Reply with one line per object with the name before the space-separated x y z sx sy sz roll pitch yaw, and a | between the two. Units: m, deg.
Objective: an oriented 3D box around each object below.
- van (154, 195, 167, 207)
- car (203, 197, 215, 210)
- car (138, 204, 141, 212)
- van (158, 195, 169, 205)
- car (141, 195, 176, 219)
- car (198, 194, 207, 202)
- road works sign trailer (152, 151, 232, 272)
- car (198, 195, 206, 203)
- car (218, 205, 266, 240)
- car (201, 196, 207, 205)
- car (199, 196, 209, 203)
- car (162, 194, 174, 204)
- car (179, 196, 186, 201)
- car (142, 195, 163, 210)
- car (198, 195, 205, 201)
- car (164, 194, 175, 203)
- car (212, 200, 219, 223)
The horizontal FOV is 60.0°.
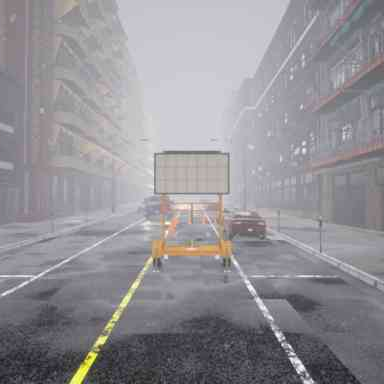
van | -5.246 1.456 55.852 1.690 1.788 3.998 2 0 0
car | 2.615 1.611 39.191 1.887 1.381 4.507 1 0 0
car | -5.265 1.591 39.091 1.752 1.417 4.829 2 0 0
van | -5.243 1.477 61.384 1.690 1.788 3.998 1 0 0
car | -2.827 1.263 29.479 2.150 2.045 5.566 0 0 0
car | 2.622 1.546 83.439 2.192 1.841 5.009 1 0 0
road works sign trailer | -0.002 0.474 10.752 2.380 3.560 2.880 0 0 0
car | 2.633 1.680 61.315 1.887 1.381 4.507 1 0 0
car | 2.597 1.563 17.069 1.887 1.381 4.507 1 0 0
car | 2.619 1.632 44.723 2.008 1.369 4.403 1 0 0
car | 2.652 1.621 72.377 1.967 1.590 4.097 1 0 0
car | -5.233 1.497 72.444 2.192 1.841 5.009 1 0 0
car | -2.680 1.826 89.515 1.994 1.385 4.181 0 0 0
car | -5.255 1.396 44.793 2.192 1.841 5.009 2 0 0
car | 2.627 1.729 94.502 1.967 1.590 4.097 1 0 0
car | -5.229 1.521 77.974 2.192 1.841 5.009 1 0 0
car | 2.602 1.553 22.771 1.752 1.417 4.829 1 0 0
